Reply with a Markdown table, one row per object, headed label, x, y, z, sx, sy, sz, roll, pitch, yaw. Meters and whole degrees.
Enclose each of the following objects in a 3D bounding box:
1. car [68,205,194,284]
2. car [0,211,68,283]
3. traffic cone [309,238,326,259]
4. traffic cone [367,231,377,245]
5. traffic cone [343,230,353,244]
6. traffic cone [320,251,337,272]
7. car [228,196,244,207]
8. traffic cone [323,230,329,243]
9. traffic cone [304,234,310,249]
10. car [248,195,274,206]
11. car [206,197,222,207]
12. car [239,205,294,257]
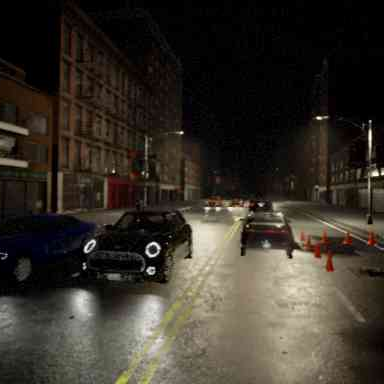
| label | x | y | z | sx | sy | sz | roll | pitch | yaw |
| --- | --- | --- | --- | --- | --- | --- | --- | --- | --- |
| car | -1.307 | 1.310 | 9.642 | 2.097 | 1.767 | 4.553 | 1 | 0 | 11 |
| car | -4.614 | 1.379 | 9.682 | 1.882 | 1.535 | 5.008 | 1 | 0 | 11 |
| traffic cone | 4.400 | 2.009 | 11.668 | 0.340 | 0.580 | 0.340 | 1 | 0 | 11 |
| traffic cone | 8.116 | 2.067 | 15.012 | 0.340 | 0.580 | 0.340 | 1 | 0 | 11 |
| traffic cone | 7.135 | 2.049 | 15.206 | 0.340 | 0.580 | 0.340 | 1 | 0 | 11 |
| traffic cone | 4.014 | 2.006 | 9.706 | 0.340 | 0.580 | 0.340 | 1 | 0 | 11 |
| car | 6.731 | 1.377 | 50.324 | 2.097 | 1.767 | 4.553 | 1 | 0 | 11 |
| traffic cone | 6.154 | 2.032 | 15.399 | 0.340 | 0.580 | 0.340 | 1 | 0 | 11 |
| traffic cone | 4.786 | 2.012 | 13.630 | 0.340 | 0.580 | 0.340 | 1 | 0 | 11 |
| car | 6.536 | 1.275 | 31.597 | 2.150 | 2.045 | 5.566 | 1 | 0 | 11 |
| car | 3.303 | 1.444 | 49.775 | 1.882 | 1.535 | 5.008 | 1 | 0 | 11 |
| car | 2.903 | 1.516 | 13.175 | 2.128 | 1.511 | 4.902 | 1 | 0 | 11 |
